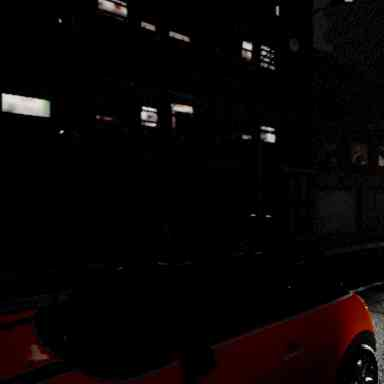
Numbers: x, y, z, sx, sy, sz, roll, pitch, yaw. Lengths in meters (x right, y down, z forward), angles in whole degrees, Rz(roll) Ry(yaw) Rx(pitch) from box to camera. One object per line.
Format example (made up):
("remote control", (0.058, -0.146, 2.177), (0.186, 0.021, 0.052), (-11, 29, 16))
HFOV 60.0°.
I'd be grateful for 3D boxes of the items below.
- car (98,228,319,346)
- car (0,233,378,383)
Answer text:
("car", (0.492, 1.610, 6.919), (4.313, 1.339, 1.947), (1, -1, -35))
("car", (-0.208, 1.368, 3.159), (4.553, 1.767, 2.097), (1, 0, -37))
